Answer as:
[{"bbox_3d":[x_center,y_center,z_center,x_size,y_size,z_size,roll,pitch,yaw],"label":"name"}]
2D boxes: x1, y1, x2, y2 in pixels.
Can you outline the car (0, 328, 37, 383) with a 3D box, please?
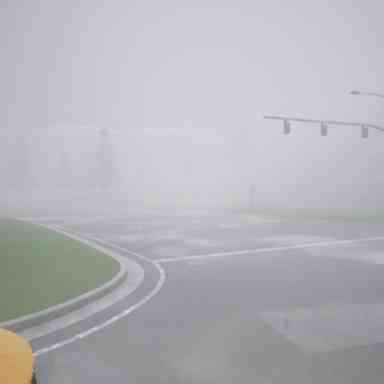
[{"bbox_3d":[-3.598,1.480,1.813,5.008,1.535,1.882,0,0,-23],"label":"car"}]
